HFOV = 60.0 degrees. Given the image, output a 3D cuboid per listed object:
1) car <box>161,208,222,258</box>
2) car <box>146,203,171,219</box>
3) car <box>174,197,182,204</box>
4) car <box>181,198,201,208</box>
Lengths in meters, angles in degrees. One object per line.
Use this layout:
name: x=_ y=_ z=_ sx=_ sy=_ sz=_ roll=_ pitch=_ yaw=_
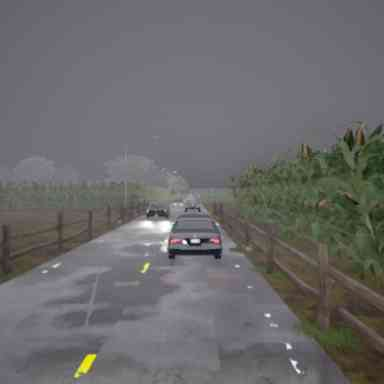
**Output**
car: x=0.095 y=1.545 z=12.676 sx=2.033 sy=1.411 sz=5.357 roll=0 pitch=0 yaw=0
car: x=-2.862 y=1.606 z=28.924 sx=1.895 sy=1.301 sz=4.718 roll=0 pitch=0 yaw=0
car: x=-2.779 y=1.696 z=70.264 sx=2.033 sy=1.411 sz=5.357 roll=0 pitch=0 yaw=0
car: x=0.081 y=1.576 z=39.565 sx=2.033 sy=1.411 sz=5.357 roll=0 pitch=0 yaw=0
